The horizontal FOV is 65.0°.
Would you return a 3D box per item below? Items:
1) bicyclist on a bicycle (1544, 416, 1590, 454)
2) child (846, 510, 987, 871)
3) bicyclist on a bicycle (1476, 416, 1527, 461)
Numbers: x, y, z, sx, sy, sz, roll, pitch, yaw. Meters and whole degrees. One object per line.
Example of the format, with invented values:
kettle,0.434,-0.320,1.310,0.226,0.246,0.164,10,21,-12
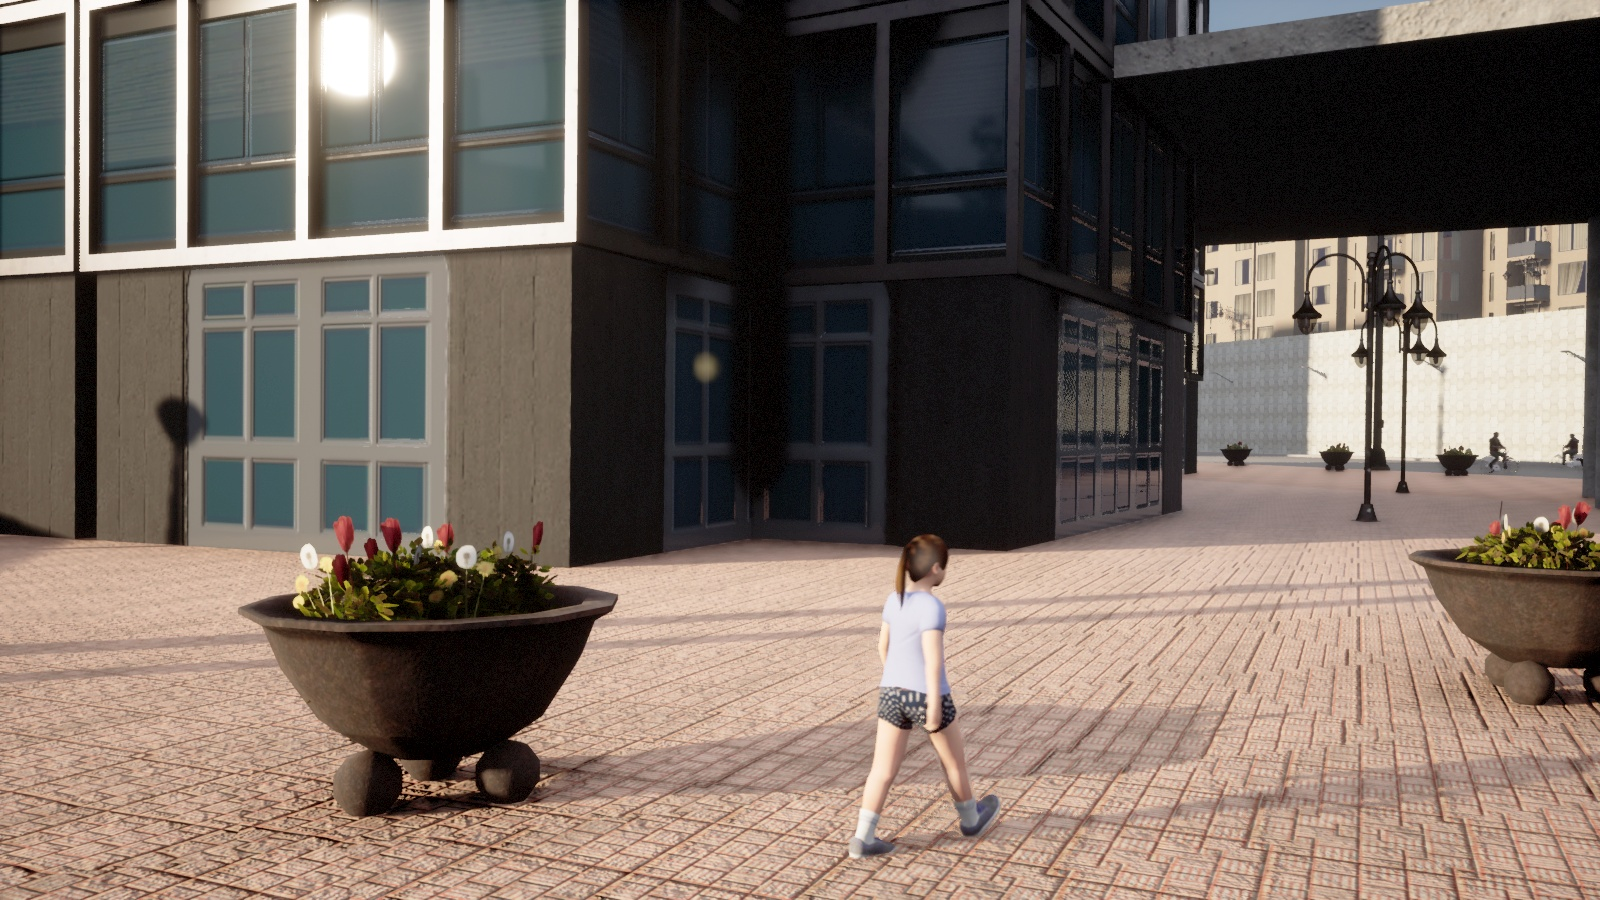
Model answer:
bicyclist on a bicycle,36.536,-0.700,59.858,0.659,1.776,1.843,-1,1,-20
child,0.389,0.771,4.181,0.394,1.110,0.255,-1,1,-40
bicyclist on a bicycle,28.469,-0.468,50.963,0.659,1.776,1.843,-1,1,-18
